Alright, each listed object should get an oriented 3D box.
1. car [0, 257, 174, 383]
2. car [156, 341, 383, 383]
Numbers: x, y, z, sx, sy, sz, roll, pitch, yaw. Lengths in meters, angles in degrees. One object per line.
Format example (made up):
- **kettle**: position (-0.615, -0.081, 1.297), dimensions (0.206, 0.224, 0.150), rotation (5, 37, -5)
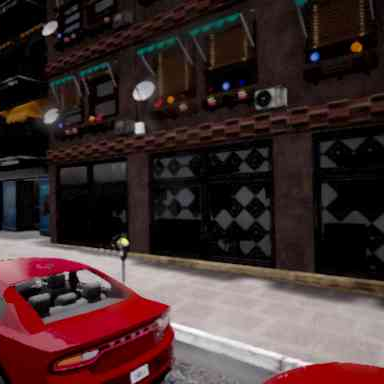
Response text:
- **car**: position (-2.300, 1.547, 4.382), dimensions (4.507, 1.381, 1.887), rotation (0, -1, 36)
- **car**: position (2.203, 1.545, 1.173), dimensions (4.507, 1.381, 1.887), rotation (0, -1, 36)
